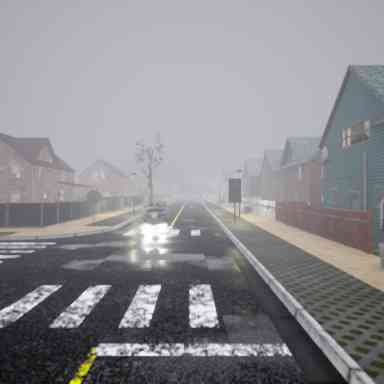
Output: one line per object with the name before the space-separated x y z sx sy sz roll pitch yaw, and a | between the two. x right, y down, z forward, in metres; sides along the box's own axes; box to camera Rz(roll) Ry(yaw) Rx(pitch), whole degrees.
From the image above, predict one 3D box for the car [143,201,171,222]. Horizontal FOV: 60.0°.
car | -2.735 1.487 26.567 2.128 1.511 4.902 0 0 0
